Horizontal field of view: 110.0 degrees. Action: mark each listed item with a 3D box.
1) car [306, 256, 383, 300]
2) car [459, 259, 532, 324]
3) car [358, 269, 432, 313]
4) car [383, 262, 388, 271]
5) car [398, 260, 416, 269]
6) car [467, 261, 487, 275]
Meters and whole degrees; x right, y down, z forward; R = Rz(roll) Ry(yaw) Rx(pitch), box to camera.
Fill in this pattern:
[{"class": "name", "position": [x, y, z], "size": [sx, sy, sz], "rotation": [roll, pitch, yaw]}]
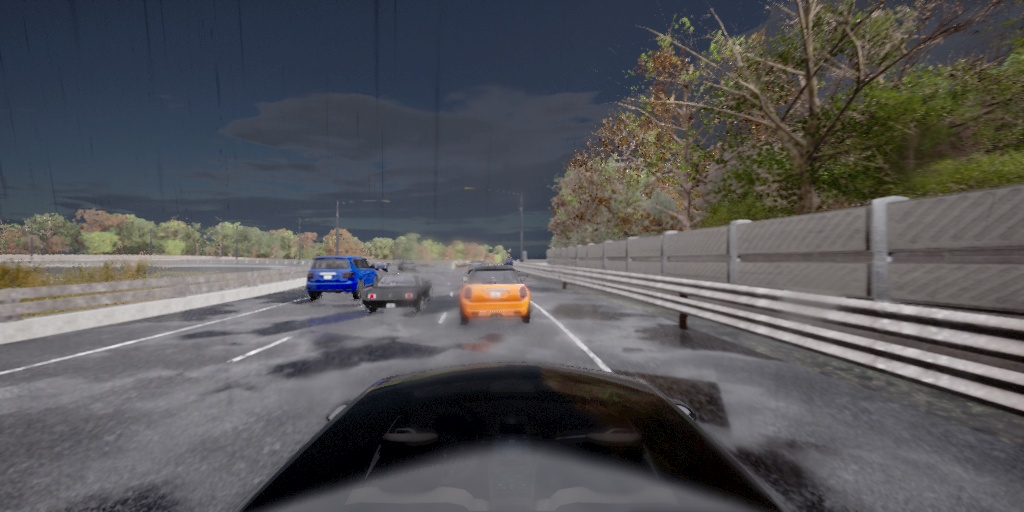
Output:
[{"class": "car", "position": [-8.389, 1.017, 18.170], "size": [2.150, 2.045, 5.566], "rotation": [0, 0, -9]}, {"class": "car", "position": [-0.635, 1.112, 12.210], "size": [2.097, 1.767, 4.553], "rotation": [0, 0, -5]}, {"class": "car", "position": [-4.304, 1.377, 14.231], "size": [1.895, 1.301, 4.718], "rotation": [0, 0, -7]}, {"class": "car", "position": [-17.683, 1.456, 47.568], "size": [1.895, 1.301, 4.718], "rotation": [0, 0, -25]}, {"class": "car", "position": [-14.066, 1.330, 48.008], "size": [2.128, 1.511, 4.902], "rotation": [0, 0, -25]}, {"class": "car", "position": [-4.043, 1.344, 42.215], "size": [2.033, 1.411, 5.357], "rotation": [0, 0, -3]}]
